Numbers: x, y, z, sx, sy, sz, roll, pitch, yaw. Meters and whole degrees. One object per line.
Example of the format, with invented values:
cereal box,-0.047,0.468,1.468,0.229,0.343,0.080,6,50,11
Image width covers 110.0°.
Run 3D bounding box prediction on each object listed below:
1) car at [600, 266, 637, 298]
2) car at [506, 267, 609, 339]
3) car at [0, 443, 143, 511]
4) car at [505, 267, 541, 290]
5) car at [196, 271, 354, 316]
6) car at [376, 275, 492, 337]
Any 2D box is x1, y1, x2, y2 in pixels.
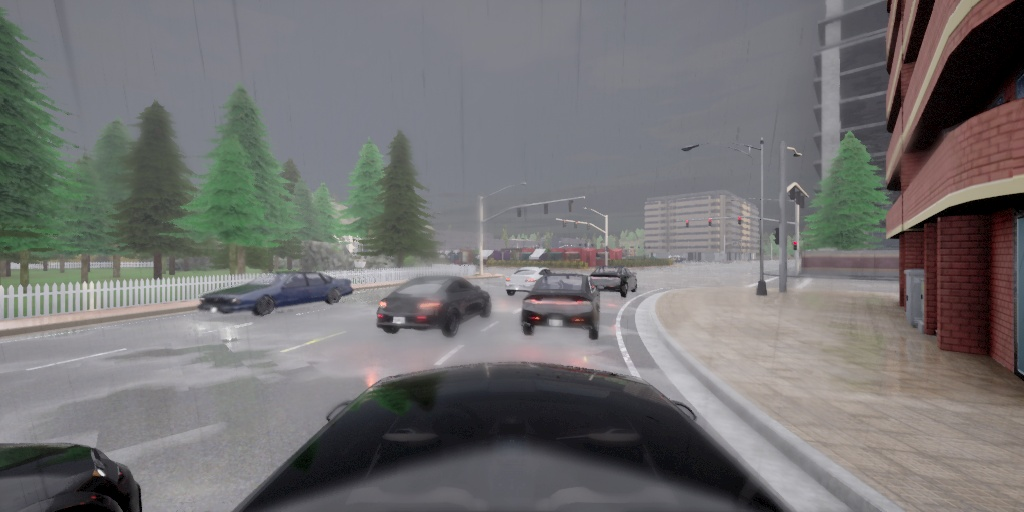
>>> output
car,5.320,1.242,18.788,2.128,1.511,4.902,0,0,28
car,1.549,1.242,10.167,2.128,1.511,4.902,0,0,14
car,-3.170,1.314,0.387,1.994,1.385,4.181,0,0,-2
car,1.243,1.276,18.796,1.812,1.442,4.674,0,0,26
car,-8.544,1.298,13.736,2.033,1.411,5.357,0,0,17
car,-1.999,1.276,10.294,1.812,1.442,4.674,0,0,13
